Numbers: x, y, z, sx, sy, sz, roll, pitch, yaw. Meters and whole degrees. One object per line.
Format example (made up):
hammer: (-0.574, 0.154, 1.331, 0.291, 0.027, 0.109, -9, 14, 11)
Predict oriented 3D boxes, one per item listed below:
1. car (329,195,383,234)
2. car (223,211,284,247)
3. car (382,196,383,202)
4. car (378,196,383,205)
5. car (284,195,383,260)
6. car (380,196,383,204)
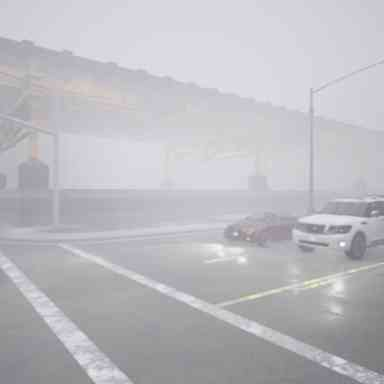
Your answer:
car: (10.972, 1.222, 20.406, 5.566, 2.045, 2.150, 0, 0, -35)
car: (3.431, 1.564, 15.033, 4.181, 1.385, 1.994, 0, 0, -36)
car: (38.388, 1.301, 62.535, 4.536, 1.218, 1.853, 0, 0, -7)
car: (34.528, 1.458, 58.783, 2.038, 1.542, 4.974, 0, 0, 18)
car: (6.303, 1.221, 12.782, 5.566, 2.045, 2.150, 0, 0, -35)
car: (38.440, 1.458, 62.541, 4.974, 1.542, 2.038, 0, 0, -7)
